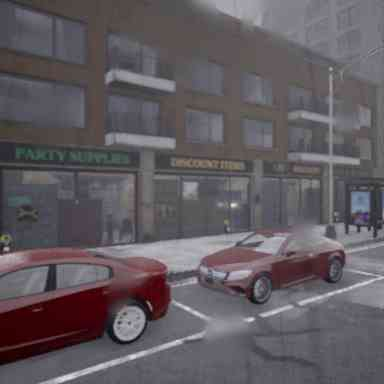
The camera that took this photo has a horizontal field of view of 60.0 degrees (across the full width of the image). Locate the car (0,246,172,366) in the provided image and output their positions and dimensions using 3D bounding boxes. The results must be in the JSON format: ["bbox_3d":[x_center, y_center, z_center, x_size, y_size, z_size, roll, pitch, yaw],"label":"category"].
[{"bbox_3d":[-2.442,1.543,4.791,4.507,1.381,1.887,0,0,-35],"label":"car"}]

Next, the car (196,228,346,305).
[{"bbox_3d":[2.056,1.562,7.999,4.206,1.307,1.802,0,0,-35],"label":"car"}]
